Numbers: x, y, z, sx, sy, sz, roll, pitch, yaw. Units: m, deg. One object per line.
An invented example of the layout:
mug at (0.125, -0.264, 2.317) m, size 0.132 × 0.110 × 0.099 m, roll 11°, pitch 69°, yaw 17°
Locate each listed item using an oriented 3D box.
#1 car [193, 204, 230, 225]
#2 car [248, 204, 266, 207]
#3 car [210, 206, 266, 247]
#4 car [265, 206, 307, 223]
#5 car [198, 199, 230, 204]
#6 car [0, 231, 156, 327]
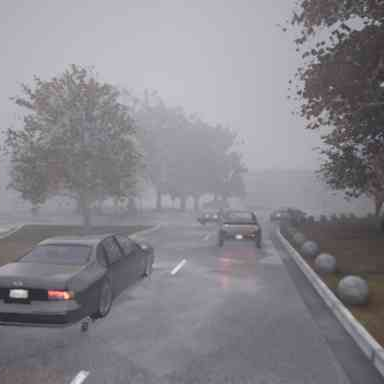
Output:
car at (2.130, 1.877, 26.431) m, size 2.033 × 1.411 × 5.357 m, roll 0°, pitch -1°, yaw 24°
car at (11.906, 2.795, 61.726) m, size 1.895 × 1.301 × 4.718 m, roll 1°, pitch -2°, yaw -40°
car at (2.302, 1.636, 15.879) m, size 2.128 × 1.511 × 4.902 m, roll 0°, pitch -1°, yaw 9°
car at (8.920, 2.032, 30.577) m, size 1.994 × 1.385 × 4.181 m, roll -1°, pitch -2°, yaw 42°
car at (4.622, 2.420, 64.060) m, size 5.566 × 2.045 × 2.150 m, roll 0°, pitch -1°, yaw 30°
car at (-2.272, 1.587, 7.471) m, size 2.033 × 1.411 × 5.357 m, roll 0°, pitch 0°, yaw 7°
